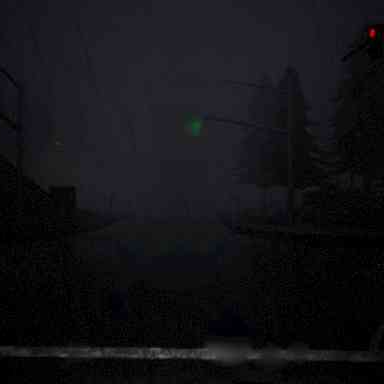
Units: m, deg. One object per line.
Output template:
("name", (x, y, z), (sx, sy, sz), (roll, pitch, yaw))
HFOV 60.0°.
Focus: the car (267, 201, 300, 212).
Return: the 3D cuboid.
("car", (11.757, 1.854, 42.744), (4.181, 1.385, 1.994), (0, 0, 1))
